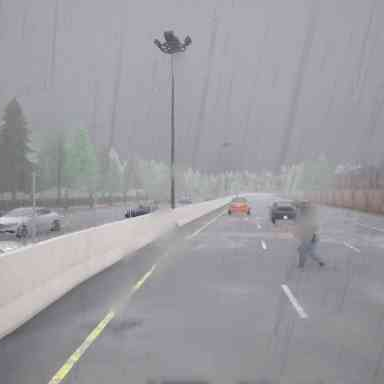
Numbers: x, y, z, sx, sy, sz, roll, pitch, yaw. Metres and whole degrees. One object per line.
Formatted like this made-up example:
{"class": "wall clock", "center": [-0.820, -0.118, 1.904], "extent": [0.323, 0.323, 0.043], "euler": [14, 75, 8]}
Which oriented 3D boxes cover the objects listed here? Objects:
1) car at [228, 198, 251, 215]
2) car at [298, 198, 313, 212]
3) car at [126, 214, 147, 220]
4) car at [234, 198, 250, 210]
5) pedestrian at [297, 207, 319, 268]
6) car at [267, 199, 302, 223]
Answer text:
{"class": "car", "center": [4.914, 1.352, 34.211], "extent": [2.097, 1.767, 4.553], "euler": [0, 0, 10]}
{"class": "car", "center": [12.903, 1.504, 39.130], "extent": [1.837, 1.490, 4.892], "euler": [0, 0, 10]}
{"class": "car", "center": [-3.764, 1.601, 26.436], "extent": [1.895, 1.301, 4.718], "euler": [0, 0, 10]}
{"class": "car", "center": [6.633, 1.564, 44.085], "extent": [1.994, 1.385, 4.181], "euler": [0, 0, 10]}
{"class": "pedestrian", "center": [3.342, 1.294, 9.596], "extent": [0.375, 1.860, 0.375], "euler": [0, 0, 7]}
{"class": "car", "center": [6.965, 1.505, 25.585], "extent": [1.837, 1.490, 4.892], "euler": [0, 0, 10]}
